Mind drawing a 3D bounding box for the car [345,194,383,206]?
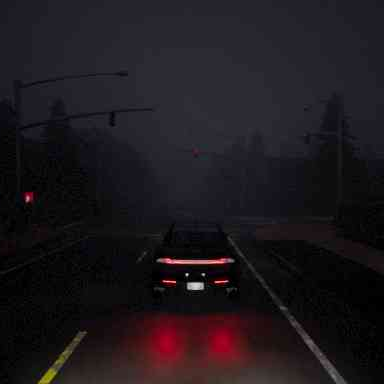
[{"bbox_3d":[15.881,1.202,28.964,5.566,2.045,2.150,0,0,-8],"label":"car"}]

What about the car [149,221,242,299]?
[{"bbox_3d":[0.084,1.492,8.444,2.128,1.511,4.902,0,0,0],"label":"car"}]
